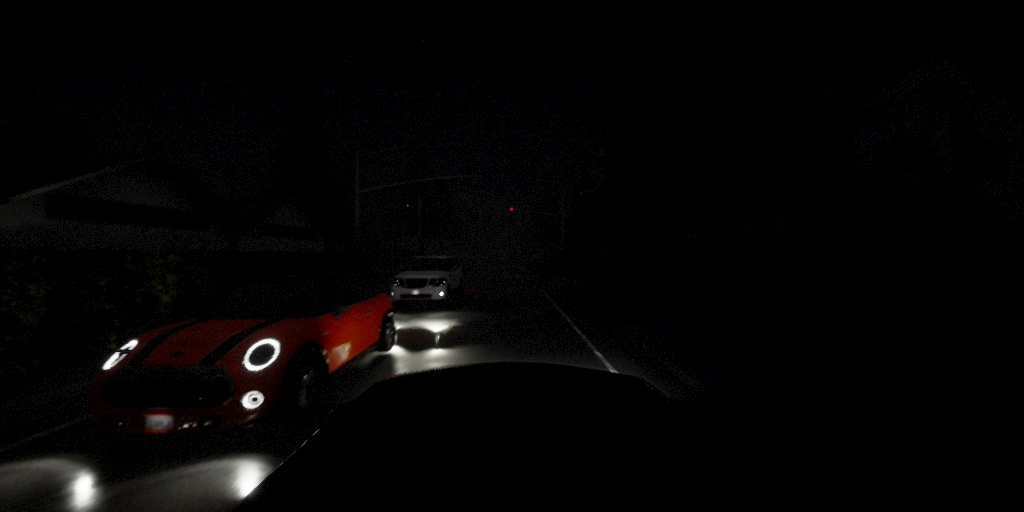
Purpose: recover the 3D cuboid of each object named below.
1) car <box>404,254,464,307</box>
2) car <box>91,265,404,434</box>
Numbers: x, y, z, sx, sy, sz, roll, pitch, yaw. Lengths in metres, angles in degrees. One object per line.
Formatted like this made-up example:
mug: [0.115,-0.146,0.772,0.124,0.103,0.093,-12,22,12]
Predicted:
car: [-3.492,0.954,15.814,2.150,2.045,5.566,0,0,0]
car: [-3.579,1.094,5.888,2.097,1.767,4.553,0,0,0]
